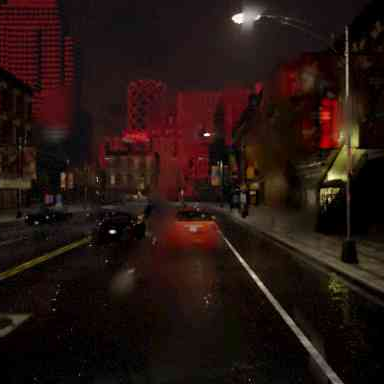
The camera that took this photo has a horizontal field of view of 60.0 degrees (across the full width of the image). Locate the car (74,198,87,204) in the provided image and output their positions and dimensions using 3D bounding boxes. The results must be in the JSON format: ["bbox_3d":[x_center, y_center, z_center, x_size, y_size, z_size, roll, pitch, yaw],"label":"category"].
[{"bbox_3d":[-29.614,2.372,89.668,4.674,1.452,2.002,0,-1,19],"label":"car"}]

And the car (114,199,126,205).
[{"bbox_3d":[-15.395,2.126,68.262,1.837,1.490,4.892,0,-1,-39],"label":"car"}]

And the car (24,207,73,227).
[{"bbox_3d":[-10.696,1.843,25.114,1.895,1.301,4.718,0,-1,0],"label":"car"}]

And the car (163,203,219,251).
[{"bbox_3d":[0.040,1.491,15.015,2.097,1.767,4.553,0,-1,0],"label":"car"}]

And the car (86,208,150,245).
[{"bbox_3d":[-3.464,1.719,16.452,1.994,1.385,4.181,0,-1,0],"label":"car"}]

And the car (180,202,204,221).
[{"bbox_3d":[-0.026,1.783,31.604,2.128,1.511,4.902,0,-1,0],"label":"car"}]

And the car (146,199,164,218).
[{"bbox_3d":[-3.531,1.786,33.137,1.882,1.535,5.008,0,-1,0],"label":"car"}]

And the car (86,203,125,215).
[{"bbox_3d":[-7.205,1.861,27.453,1.895,1.301,4.718,0,-1,0],"label":"car"}]

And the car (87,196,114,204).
[{"bbox_3d":[-18.146,1.835,66.097,2.150,2.045,5.566,0,-1,-39],"label":"car"}]
